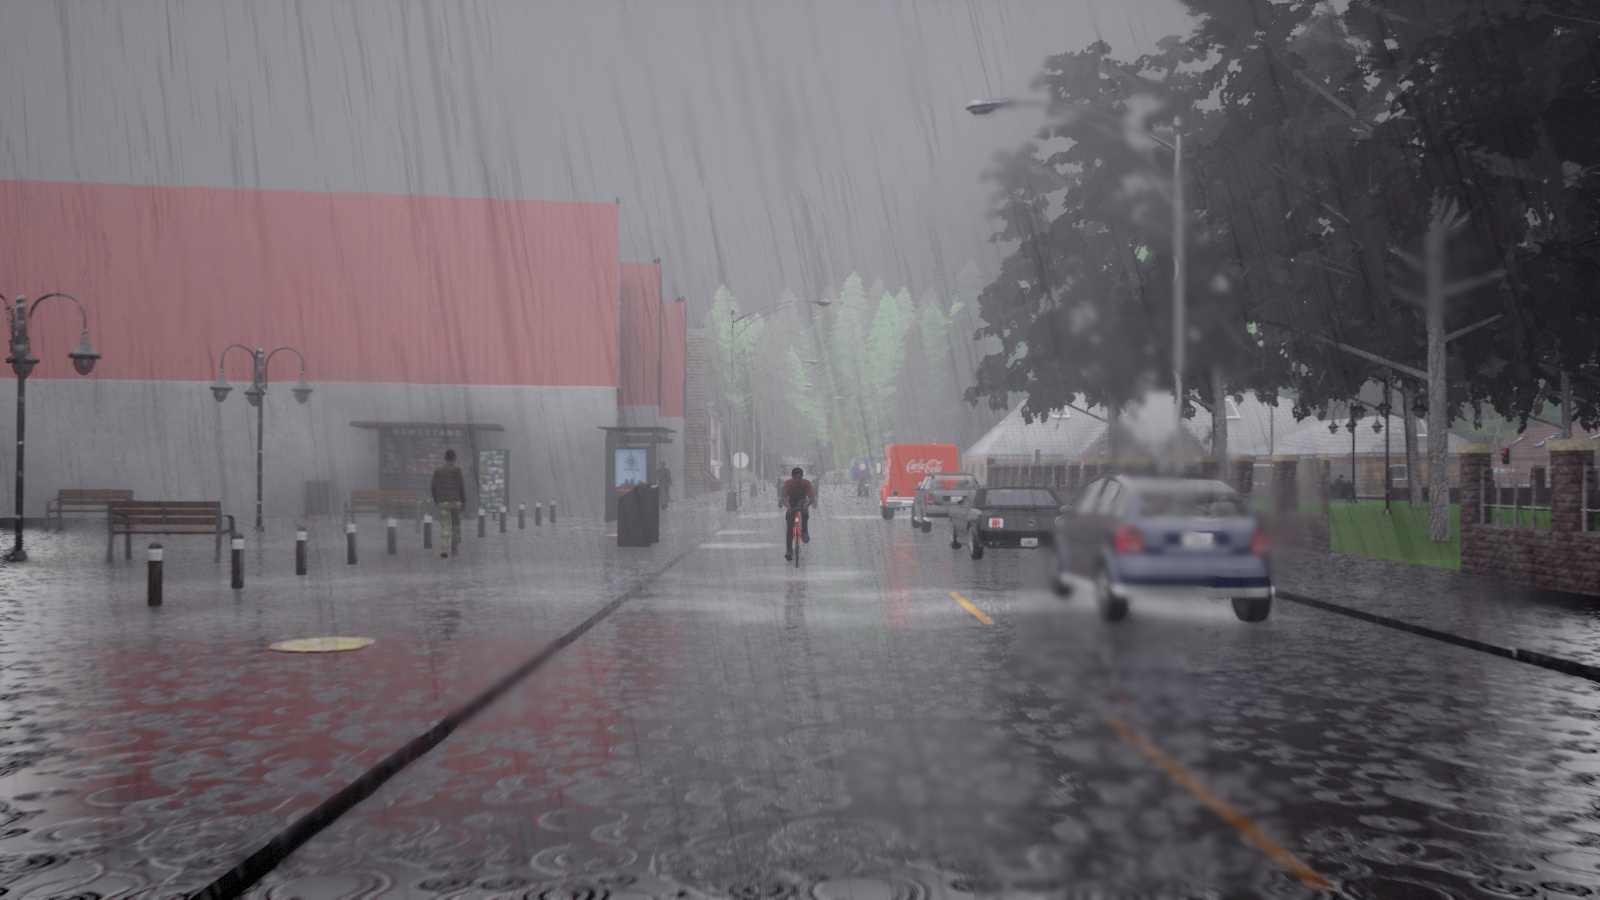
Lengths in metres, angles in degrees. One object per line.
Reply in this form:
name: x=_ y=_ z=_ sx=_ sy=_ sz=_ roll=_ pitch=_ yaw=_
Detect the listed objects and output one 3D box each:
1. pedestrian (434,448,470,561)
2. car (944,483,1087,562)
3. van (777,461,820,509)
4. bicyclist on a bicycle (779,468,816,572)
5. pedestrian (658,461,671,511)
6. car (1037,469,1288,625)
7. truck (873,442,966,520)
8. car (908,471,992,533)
pedestrian: x=-5.763 y=0.896 z=20.802 sx=0.431 sy=1.840 sz=0.703 roll=0 pitch=-1 yaw=-2
car: x=3.959 y=1.298 z=23.830 sx=1.895 sy=1.301 sz=4.718 roll=0 pitch=-1 yaw=0
van: x=-0.076 y=1.474 z=54.143 sx=1.775 sy=1.987 sz=4.442 roll=0 pitch=-1 yaw=0
bicyclist on a bicycle: x=-0.038 y=1.111 z=20.500 sx=0.582 sy=1.620 sz=1.656 roll=0 pitch=-1 yaw=0
pedestrian: x=-5.026 y=1.326 z=46.675 sx=0.402 sy=1.842 sz=0.726 roll=0 pitch=-1 yaw=1
car: x=3.969 y=1.015 z=14.401 sx=1.789 sy=1.549 sz=3.705 roll=0 pitch=-1 yaw=0
truck: x=3.938 y=1.021 z=42.339 sx=2.627 sy=2.467 sz=5.204 roll=0 pitch=-1 yaw=0
car: x=3.949 y=1.340 z=33.573 sx=1.789 sy=1.549 sz=3.705 roll=0 pitch=-1 yaw=0
